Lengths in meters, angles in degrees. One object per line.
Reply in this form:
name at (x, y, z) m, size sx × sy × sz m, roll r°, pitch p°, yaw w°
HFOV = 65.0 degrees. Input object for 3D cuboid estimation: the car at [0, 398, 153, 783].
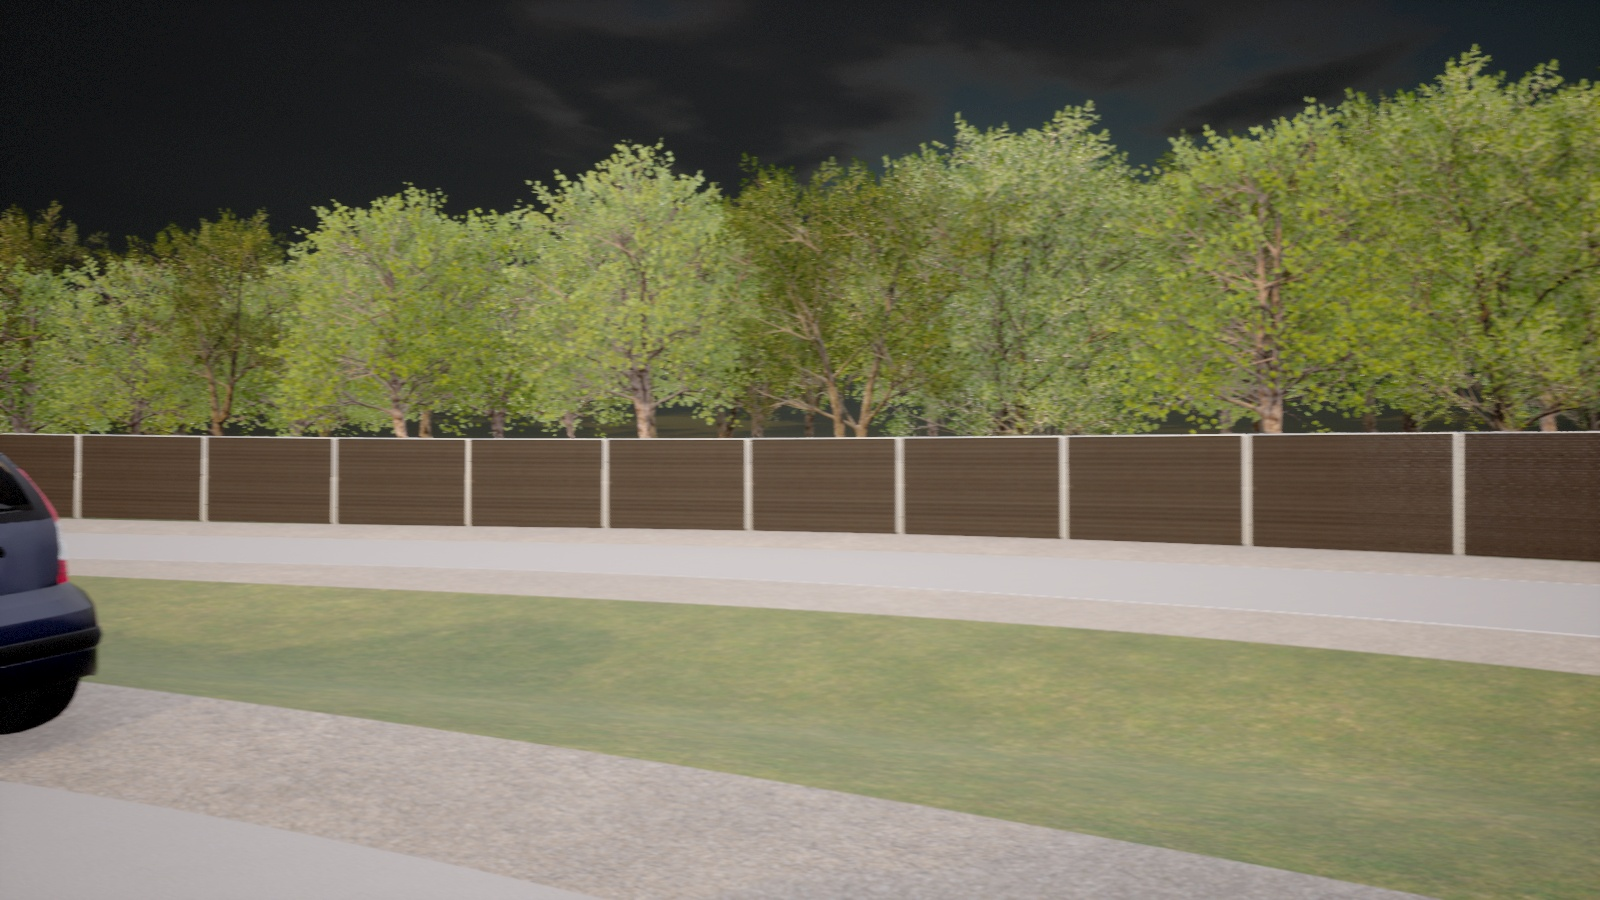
car at (-5.323, 0.615, 5.797) m, size 3.988 × 1.617 × 1.851 m, roll 0°, pitch 3°, yaw 19°
